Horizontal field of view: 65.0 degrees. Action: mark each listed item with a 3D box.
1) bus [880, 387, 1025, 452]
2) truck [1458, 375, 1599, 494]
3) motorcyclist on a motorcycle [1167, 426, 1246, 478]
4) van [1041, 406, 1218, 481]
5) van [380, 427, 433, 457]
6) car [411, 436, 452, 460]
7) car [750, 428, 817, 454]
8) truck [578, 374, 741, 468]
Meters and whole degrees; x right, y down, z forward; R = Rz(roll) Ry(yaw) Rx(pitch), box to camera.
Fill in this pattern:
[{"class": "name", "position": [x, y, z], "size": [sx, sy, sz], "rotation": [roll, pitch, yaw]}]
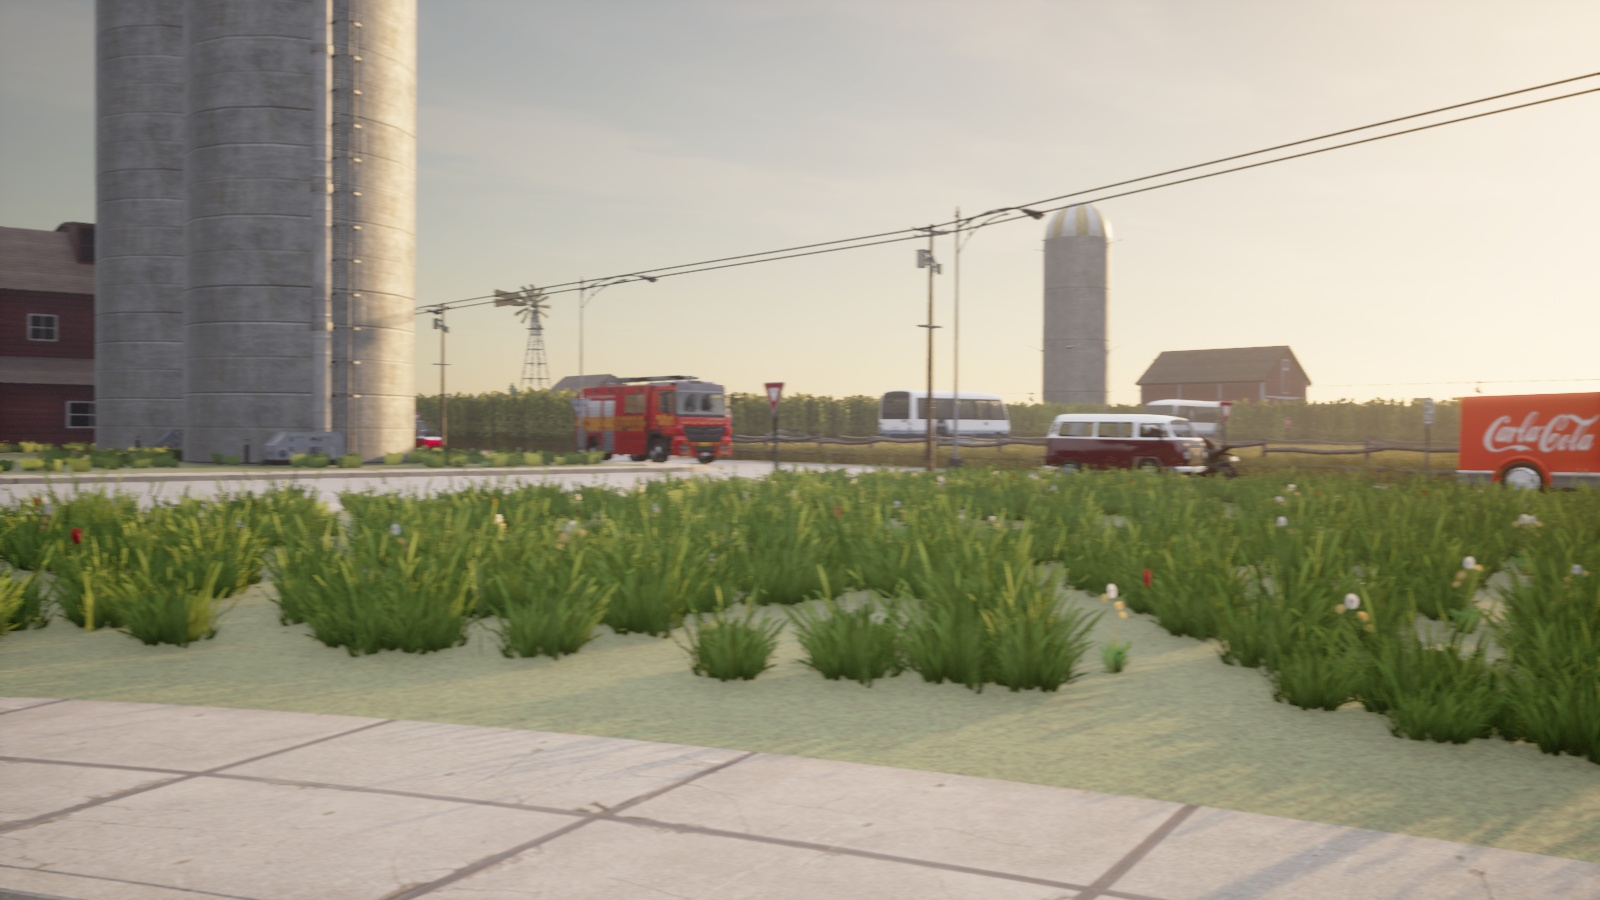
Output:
[{"class": "bus", "position": [10.634, -2.125, 86.588], "size": [10.273, 4.253, 3.944], "rotation": [-2, 1, -40]}, {"class": "truck", "position": [17.540, -0.338, 27.193], "size": [2.627, 2.467, 5.204], "rotation": [-1, 0, -41]}, {"class": "motorcyclist on a motorcycle", "position": [12.470, 0.047, 38.570], "size": [0.866, 1.530, 2.191], "rotation": [-1, 1, -40]}, {"class": "van", "position": [9.449, -0.197, 36.170], "size": [4.480, 2.038, 2.069], "rotation": [0, 1, 40]}, {"class": "van", "position": [-26.502, -0.547, 84.562], "size": [1.775, 1.987, 4.442], "rotation": [-1, 1, -40]}, {"class": "car", "position": [-21.512, -0.122, 73.266], "size": [1.481, 1.376, 2.207], "rotation": [-1, 1, -40]}, {"class": "car", "position": [-1.033, -0.602, 80.816], "size": [3.988, 1.617, 1.851], "rotation": [-1, 1, -40]}, {"class": "truck", "position": [-6.337, -1.219, 55.333], "size": [2.891, 3.827, 8.468], "rotation": [-1, 1, -40]}]
